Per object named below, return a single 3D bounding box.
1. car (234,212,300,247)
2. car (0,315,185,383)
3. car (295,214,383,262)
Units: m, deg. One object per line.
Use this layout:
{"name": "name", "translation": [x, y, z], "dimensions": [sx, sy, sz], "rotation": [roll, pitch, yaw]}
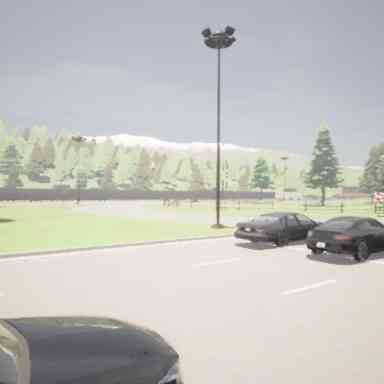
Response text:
{"name": "car", "translation": [4.397, 1.644, 15.485], "dimensions": [5.357, 1.411, 2.033], "rotation": [1, 0, -36]}
{"name": "car", "translation": [-2.198, 1.521, 2.178], "dimensions": [4.674, 1.442, 1.812], "rotation": [1, 0, -36]}
{"name": "car", "translation": [6.186, 1.620, 12.462], "dimensions": [4.674, 1.442, 1.812], "rotation": [1, 0, -36]}
